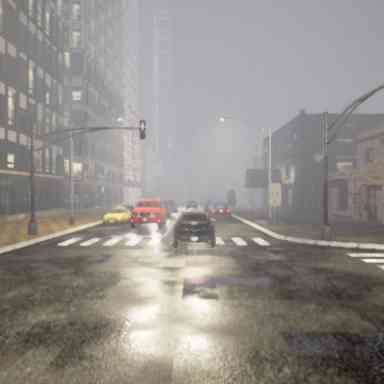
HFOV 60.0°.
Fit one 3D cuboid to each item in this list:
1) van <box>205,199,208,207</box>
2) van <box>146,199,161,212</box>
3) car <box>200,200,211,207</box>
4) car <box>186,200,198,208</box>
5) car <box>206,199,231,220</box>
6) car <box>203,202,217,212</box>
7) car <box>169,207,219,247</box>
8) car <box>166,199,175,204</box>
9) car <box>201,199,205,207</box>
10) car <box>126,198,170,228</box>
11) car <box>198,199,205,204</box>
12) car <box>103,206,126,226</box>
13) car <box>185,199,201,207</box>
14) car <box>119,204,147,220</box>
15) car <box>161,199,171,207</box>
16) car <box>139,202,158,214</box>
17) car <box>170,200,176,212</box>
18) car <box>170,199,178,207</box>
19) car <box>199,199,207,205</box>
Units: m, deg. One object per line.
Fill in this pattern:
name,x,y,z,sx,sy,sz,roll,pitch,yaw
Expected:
van,2.675,1.765,37.975,1.690,1.788,3.998,-1,-1,0
van,-5.672,1.891,49.317,1.690,1.788,3.998,-1,-1,0
car,2.678,2.290,66.191,2.008,1.369,4.403,-1,-1,0
car,0.000,2.258,63.669,2.033,1.411,5.357,0,-1,0
car,2.677,1.801,32.330,1.967,1.590,4.097,-1,-1,0
car,2.679,2.131,49.259,1.802,1.307,4.206,-1,-1,0
car,0.100,1.685,16.059,1.837,1.490,4.892,0,-1,0
car,-5.669,2.560,88.820,1.947,1.339,4.313,-1,-1,0
car,2.674,1.802,43.618,2.192,1.841,5.009,-1,-1,0
car,-3.103,1.497,24.633,2.150,2.045,5.566,0,-1,0
car,2.678,2.602,94.410,1.887,1.381,4.507,-1,-1,0
car,-5.840,1.822,26.570,1.752,1.417,4.829,-1,-1,0
car,0.000,2.099,53.258,1.837,1.490,4.892,0,-1,0
car,-5.668,1.927,32.382,1.947,1.339,4.313,-1,-1,0
car,-5.669,2.327,71.720,1.752,1.417,4.829,-1,-1,0
car,-5.668,2.053,43.671,1.947,1.339,4.313,-1,-1,0
car,-3.077,1.875,34.384,2.128,1.511,4.902,0,-1,0
car,-2.999,1.846,44.317,2.097,1.767,4.553,0,-1,0
car,2.679,2.496,83.122,1.947,1.339,4.313,-1,-1,0
